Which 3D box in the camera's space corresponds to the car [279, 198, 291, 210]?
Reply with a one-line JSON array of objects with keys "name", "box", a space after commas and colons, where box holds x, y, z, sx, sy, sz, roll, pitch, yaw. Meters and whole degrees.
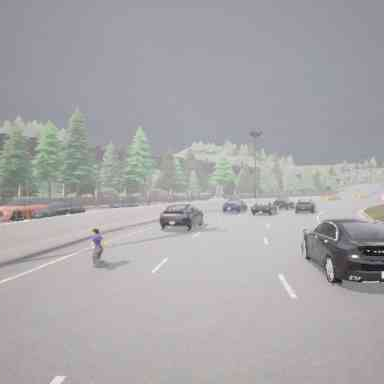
[{"name": "car", "box": [11.772, 1.505, 42.687, 1.837, 1.490, 4.892, 0, 0, 29]}]

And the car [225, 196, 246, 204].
[{"name": "car", "box": [8.317, 1.477, 63.272, 1.882, 1.535, 5.008, 0, 0, 36]}]

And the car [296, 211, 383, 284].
[{"name": "car", "box": [4.444, 1.505, 9.408, 1.837, 1.490, 4.892, 0, 0, 7]}]

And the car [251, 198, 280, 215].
[{"name": "car", "box": [7.300, 1.601, 33.375, 1.895, 1.301, 4.718, 0, 0, 22]}]

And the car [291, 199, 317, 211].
[{"name": "car", "box": [12.582, 1.492, 36.495, 2.128, 1.511, 4.902, 0, 0, 25]}]

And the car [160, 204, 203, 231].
[{"name": "car", "box": [-0.533, 1.491, 20.731, 2.128, 1.511, 4.902, 0, 0, 13]}]

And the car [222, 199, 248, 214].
[{"name": "car", "box": [4.712, 1.526, 36.147, 1.812, 1.442, 4.674, 0, 0, 23]}]

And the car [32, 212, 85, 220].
[{"name": "car", "box": [-10.241, 1.505, 25.779, 1.837, 1.490, 4.892, 0, 0, 16]}]

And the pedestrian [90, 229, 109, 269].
[{"name": "pedestrian", "box": [-2.727, 1.574, 9.628, 0.375, 1.300, 0.375, 0, 0, 7]}]

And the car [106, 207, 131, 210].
[{"name": "car", "box": [-5.913, 1.564, 28.128, 1.994, 1.385, 4.181, 0, 0, 17]}]
